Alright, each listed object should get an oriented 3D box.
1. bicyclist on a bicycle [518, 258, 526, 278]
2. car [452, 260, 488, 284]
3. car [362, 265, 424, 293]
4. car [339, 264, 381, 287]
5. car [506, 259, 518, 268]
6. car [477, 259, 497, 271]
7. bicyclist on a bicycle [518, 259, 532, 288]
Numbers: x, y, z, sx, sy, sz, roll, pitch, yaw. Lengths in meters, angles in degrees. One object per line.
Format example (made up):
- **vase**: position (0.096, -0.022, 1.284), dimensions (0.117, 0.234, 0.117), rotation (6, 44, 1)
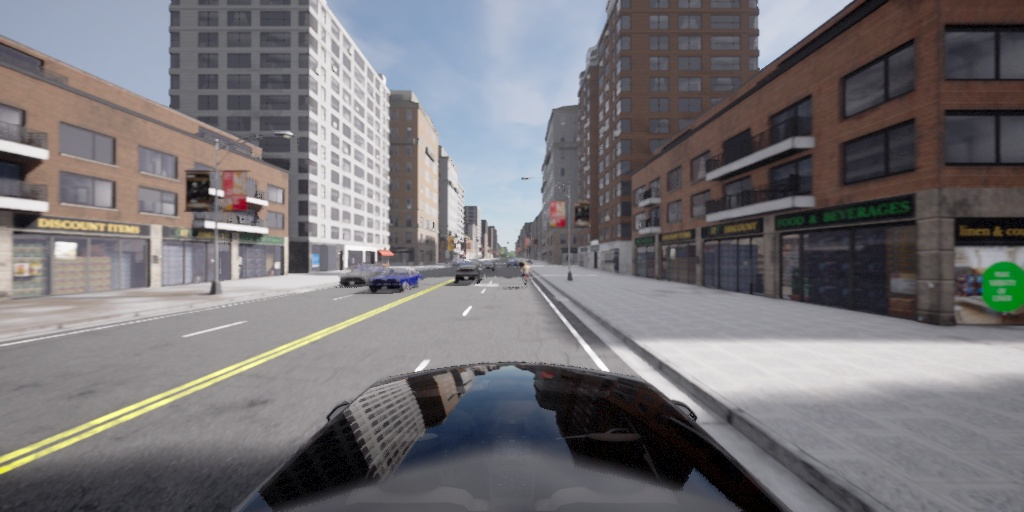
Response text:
- **bicyclist on a bicycle**: position (0.901, 1.109, 33.036), dimensions (0.659, 1.776, 1.843), rotation (0, 0, 0)
- **car**: position (-3.144, 1.244, 27.138), dimensions (1.837, 1.490, 4.892), rotation (0, 0, 0)
- **car**: position (-6.593, 1.343, 20.729), dimensions (1.895, 1.301, 4.718), rotation (0, 0, 0)
- **car**: position (-9.842, 1.289, 24.735), dimensions (2.033, 1.411, 5.357), rotation (0, 0, 0)
- **car**: position (0.088, 1.256, 61.987), dimensions (1.812, 1.442, 4.674), rotation (0, 0, 0)
- **car**: position (-3.138, 1.281, 48.485), dimensions (2.033, 1.411, 5.357), rotation (0, 0, 0)
- **bicyclist on a bicycle**: position (0.882, 1.178, 22.595), dimensions (0.866, 1.612, 1.509), rotation (0, 0, 0)
